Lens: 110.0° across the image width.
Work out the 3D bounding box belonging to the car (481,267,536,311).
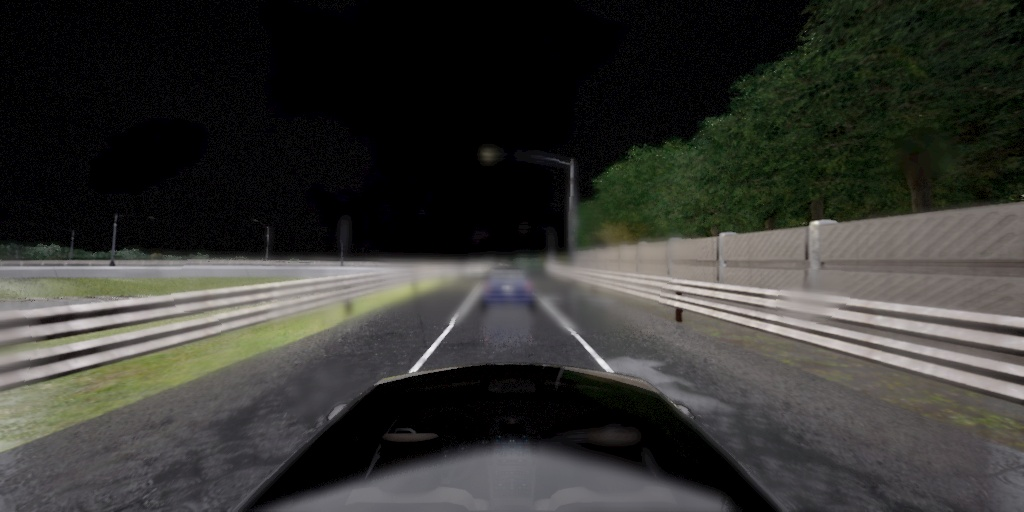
[{"bbox_3d":[-0.184,1.259,15.445,2.097,1.767,4.553,0,-1,-1],"label":"car"}]
